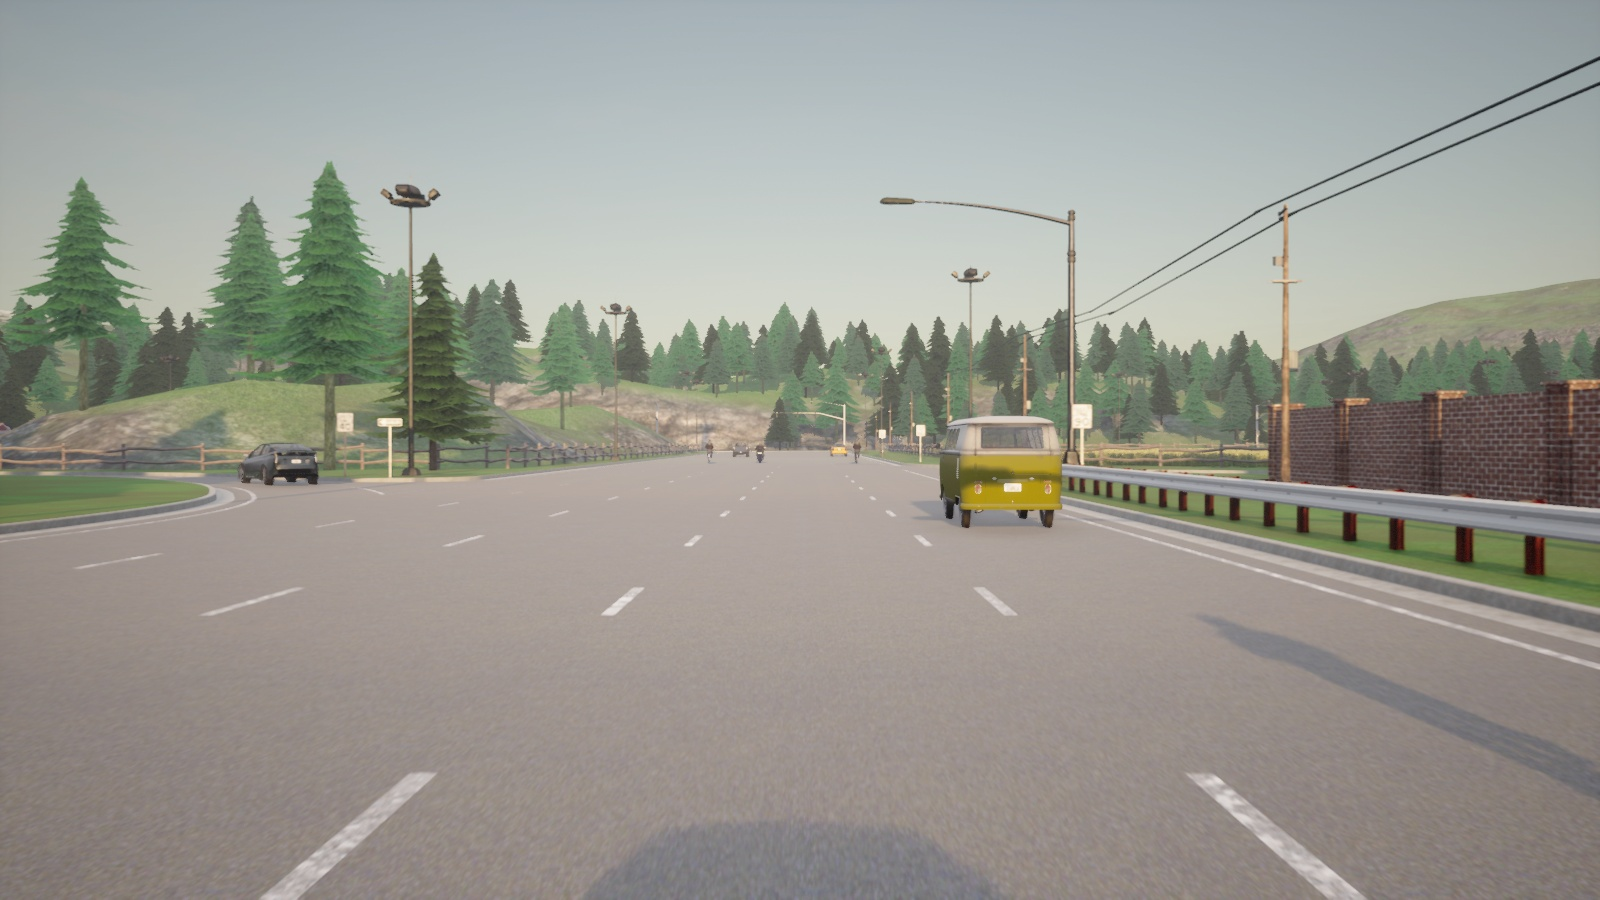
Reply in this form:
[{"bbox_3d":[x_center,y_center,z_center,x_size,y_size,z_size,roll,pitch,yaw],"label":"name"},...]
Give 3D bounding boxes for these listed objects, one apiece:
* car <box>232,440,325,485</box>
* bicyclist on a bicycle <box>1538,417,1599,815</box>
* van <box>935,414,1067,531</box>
[{"bbox_3d":[-19.053,0.420,45.772,2.007,1.525,4.514,0,0,-38],"label":"car"},{"bbox_3d":[3.542,0.676,4.712,0.582,1.620,1.656,0,0,0],"label":"bicyclist on a bicycle"},{"bbox_3d":[3.648,0.370,23.506,1.775,1.987,4.442,0,0,0],"label":"van"}]
